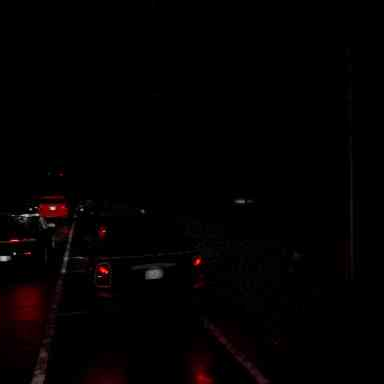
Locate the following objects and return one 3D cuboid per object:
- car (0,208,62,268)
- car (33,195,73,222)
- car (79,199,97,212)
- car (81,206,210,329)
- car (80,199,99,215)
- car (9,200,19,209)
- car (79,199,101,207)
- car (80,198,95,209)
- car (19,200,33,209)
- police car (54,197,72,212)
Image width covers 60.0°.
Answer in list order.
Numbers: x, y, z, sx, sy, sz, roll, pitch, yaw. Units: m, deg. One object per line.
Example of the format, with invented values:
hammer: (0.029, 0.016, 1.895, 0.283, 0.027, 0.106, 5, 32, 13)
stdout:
car: (-5.692, 1.533, 11.021, 2.128, 1.511, 4.902, -1, 0, -19)
car: (-10.867, 1.284, 26.425, 2.150, 2.045, 5.566, -1, 1, -19)
car: (-12.803, 1.592, 40.909, 1.947, 1.339, 4.313, -2, 0, -19)
car: (-1.282, 1.338, 7.342, 2.097, 1.767, 4.553, -1, 0, -19)
car: (-11.082, 1.548, 35.774, 1.752, 1.417, 4.829, -2, 0, -19)
car: (-22.679, 1.715, 43.485, 1.887, 1.381, 4.507, -2, 0, -19)
car: (-9.251, 1.569, 30.317, 2.008, 1.369, 4.403, -2, 0, -19)
car: (-14.579, 1.612, 46.205, 1.802, 1.307, 4.206, -2, 0, -19)
car: (-18.063, 1.629, 37.992, 1.837, 1.490, 4.892, -1, 0, -18)
police car: (-16.154, 1.500, 41.874, 1.930, 1.638, 5.238, -1, 0, -19)
